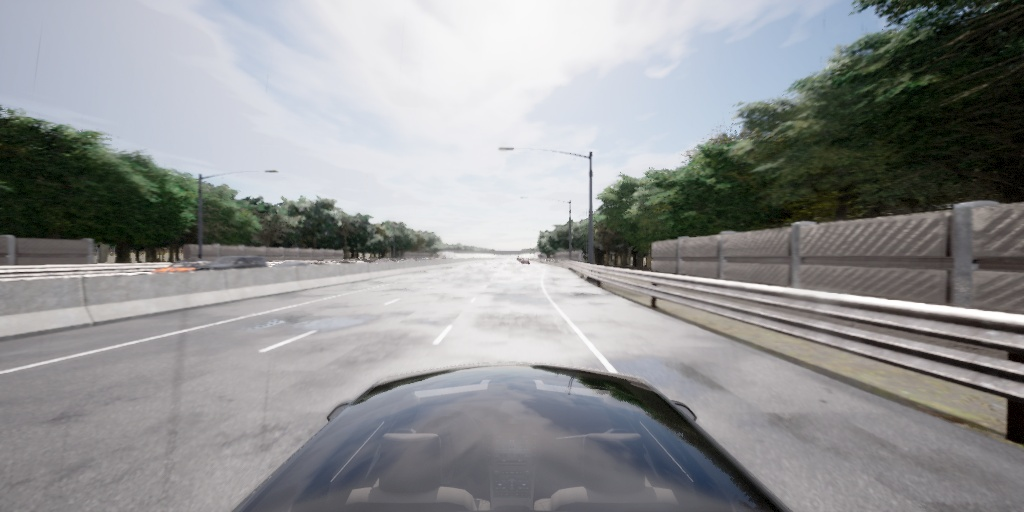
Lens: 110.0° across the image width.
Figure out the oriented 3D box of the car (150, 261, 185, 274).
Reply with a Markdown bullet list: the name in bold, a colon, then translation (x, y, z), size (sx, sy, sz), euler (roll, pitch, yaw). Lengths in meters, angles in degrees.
- **car**: translation (-24.574, 1.117, 27.207), size (2.097, 1.767, 4.553), euler (0, 0, 0)

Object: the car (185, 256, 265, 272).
- **car**: translation (-21.073, 0.990, 27.248), size (2.150, 2.045, 5.566), euler (0, 0, 0)

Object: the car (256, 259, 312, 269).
- **car**: translation (-17.575, 1.245, 28.705), size (1.882, 1.535, 5.008), euler (0, 0, 0)
